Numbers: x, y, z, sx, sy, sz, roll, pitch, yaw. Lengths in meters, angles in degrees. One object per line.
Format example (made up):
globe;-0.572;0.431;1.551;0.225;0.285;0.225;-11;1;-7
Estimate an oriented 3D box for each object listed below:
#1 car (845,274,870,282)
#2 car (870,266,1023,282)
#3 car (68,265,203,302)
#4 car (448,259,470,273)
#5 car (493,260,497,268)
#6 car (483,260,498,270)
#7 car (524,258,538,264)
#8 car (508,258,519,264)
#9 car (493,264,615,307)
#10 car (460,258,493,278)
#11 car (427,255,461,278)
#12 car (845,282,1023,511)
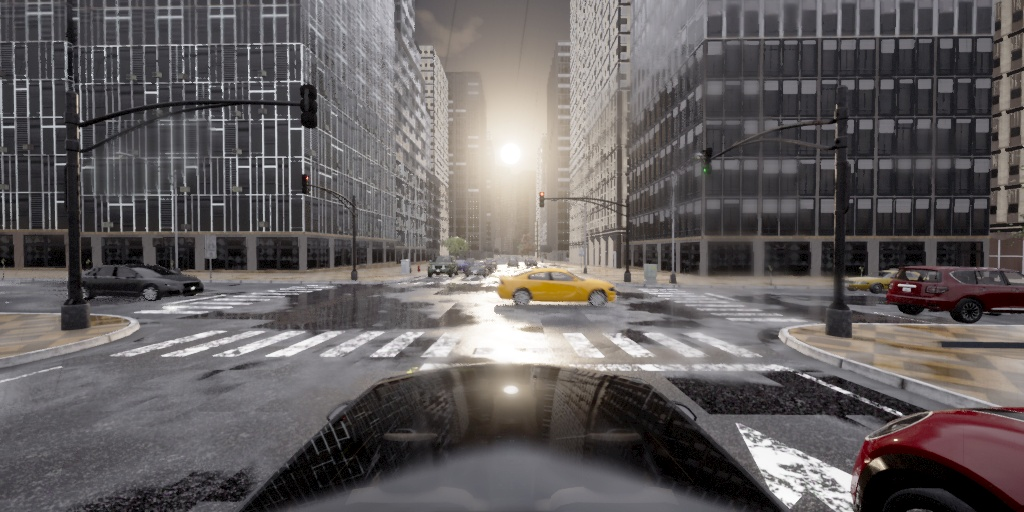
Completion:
car;21.865;1.410;20.803;4.829;1.417;1.751;0;0;1
car;16.226;1.282;12.538;5.009;1.841;2.192;0;0;1
car;-16.406;1.139;15.760;4.892;1.490;1.837;1;1;1
car;-6.457;1.203;44.164;1.882;1.535;5.008;0;0;0
car;-3.211;1.327;43.238;1.895;1.301;4.718;0;0;0
car;-3.168;1.263;53.941;2.033;1.411;5.357;0;0;0
car;3.459;1.306;63.395;1.895;1.301;4.718;0;0;0
car;0.209;1.269;63.377;1.994;1.385;4.181;0;0;0
car;1.868;1.277;15.397;5.008;1.535;1.882;1;1;1
car;-3.240;1.225;33.957;2.128;1.511;4.902;0;0;1
car;-6.482;0.955;34.199;2.150;2.045;5.566;0;0;0
car;3.253;1.102;0.425;2.097;1.767;4.553;0;0;0
